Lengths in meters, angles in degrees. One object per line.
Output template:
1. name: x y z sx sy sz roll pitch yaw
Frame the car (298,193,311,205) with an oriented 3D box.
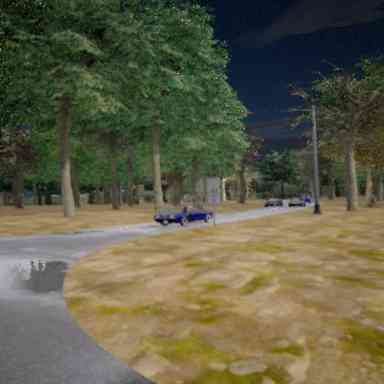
1. car: 19.479 1.153 57.996 2.150 2.045 5.566 -3 -1 21

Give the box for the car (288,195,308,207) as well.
1. car: 15.404 1.503 48.851 1.994 1.385 4.181 -3 -1 26

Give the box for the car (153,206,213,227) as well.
1. car: -0.452 1.607 22.841 1.895 1.301 4.718 -3 -2 34

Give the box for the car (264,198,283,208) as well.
1. car: 12.186 1.621 49.339 2.033 1.411 5.357 -3 -1 27
